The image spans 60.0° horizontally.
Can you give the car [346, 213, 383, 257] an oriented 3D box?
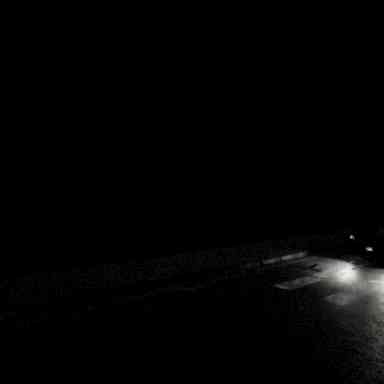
[{"bbox_3d":[7.208,1.450,11.542,4.674,1.442,1.812,0,1,-38],"label":"car"}]
